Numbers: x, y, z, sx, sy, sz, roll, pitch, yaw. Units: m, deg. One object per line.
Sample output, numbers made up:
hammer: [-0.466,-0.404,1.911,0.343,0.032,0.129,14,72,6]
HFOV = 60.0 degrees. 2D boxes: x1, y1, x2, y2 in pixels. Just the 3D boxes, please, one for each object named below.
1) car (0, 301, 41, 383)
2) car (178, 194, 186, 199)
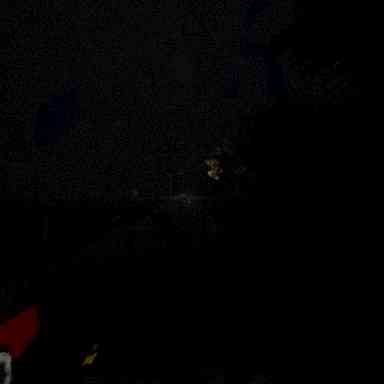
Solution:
car: [-2.851,1.603,1.995,1.895,1.301,4.718,0,0,0]
car: [-2.754,1.183,91.741,1.882,1.535,5.008,0,1,0]
